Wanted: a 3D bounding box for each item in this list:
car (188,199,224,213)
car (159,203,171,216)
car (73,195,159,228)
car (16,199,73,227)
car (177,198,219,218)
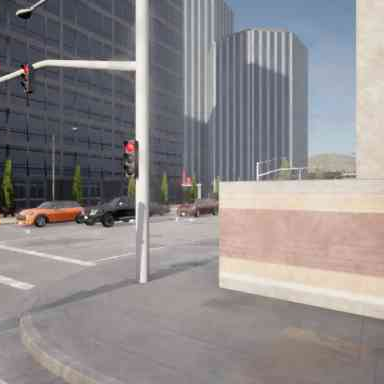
[{"bbox_3d":[1.730,1.560,39.116,1.837,1.490,4.892,0,0,36],"label":"car"},{"bbox_3d":[-4.198,1.603,30.887,2.033,1.411,5.357,0,0,36],"label":"car"},{"bbox_3d":[-5.170,1.277,23.539,2.150,2.045,5.566,0,0,36],"label":"car"},{"bbox_3d":[-9.725,1.407,23.194,2.097,1.767,4.553,0,0,36],"label":"car"},{"bbox_3d":[0.561,1.407,31.507,2.097,1.767,4.553,0,0,36],"label":"car"}]
